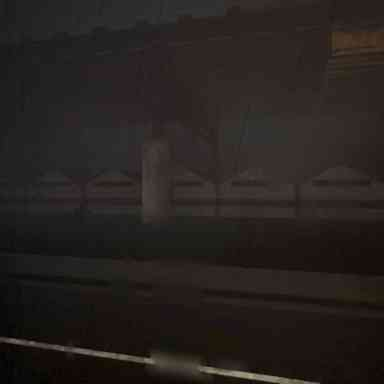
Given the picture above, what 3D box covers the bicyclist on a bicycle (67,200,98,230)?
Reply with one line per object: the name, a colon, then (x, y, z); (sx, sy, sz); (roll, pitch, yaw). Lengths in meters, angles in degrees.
bicyclist on a bicycle: (-5.899, 1.274, 18.046); (1.656, 1.620, 0.582); (2, -1, -30)
